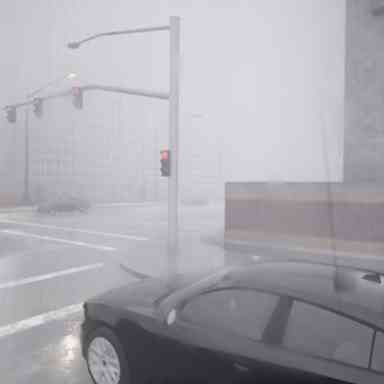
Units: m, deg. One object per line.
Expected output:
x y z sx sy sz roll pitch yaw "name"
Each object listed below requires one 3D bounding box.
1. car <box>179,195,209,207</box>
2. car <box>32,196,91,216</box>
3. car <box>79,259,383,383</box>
0.326 1.146 43.539 1.837 1.490 4.892 1 1 36 "car"
-10.907 1.129 28.104 2.128 1.511 4.902 1 1 34 "car"
0.885 1.461 3.374 5.008 1.535 1.882 1 1 37 "car"
